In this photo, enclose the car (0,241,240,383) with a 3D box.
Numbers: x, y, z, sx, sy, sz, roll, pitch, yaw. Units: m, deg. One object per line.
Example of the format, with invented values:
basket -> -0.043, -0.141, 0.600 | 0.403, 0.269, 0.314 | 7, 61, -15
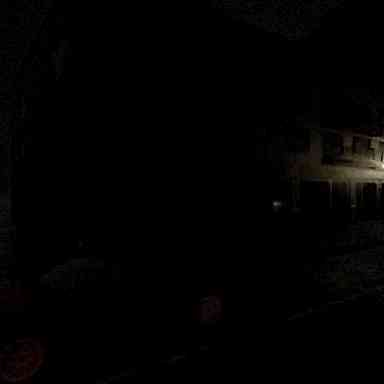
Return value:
car -> -1.248, 1.542, 5.318 | 4.507, 1.381, 1.887 | 0, 0, -36
